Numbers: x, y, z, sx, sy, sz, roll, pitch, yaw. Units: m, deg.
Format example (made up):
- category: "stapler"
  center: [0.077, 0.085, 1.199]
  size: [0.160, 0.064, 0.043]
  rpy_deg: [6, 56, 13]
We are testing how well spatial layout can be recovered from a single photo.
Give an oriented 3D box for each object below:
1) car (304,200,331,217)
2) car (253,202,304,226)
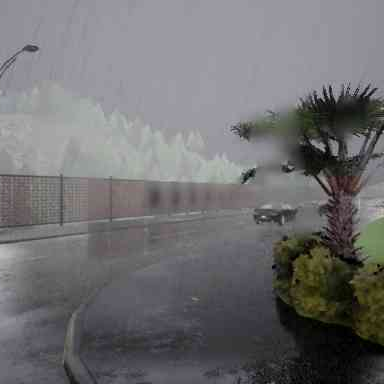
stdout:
- category: "car"
  center: [11.938, 1.491, 31.903]
  size: [2.128, 1.511, 4.902]
  rpy_deg: [0, 0, 35]
- category: "car"
  center: [6.142, 1.477, 23.835]
  size: [1.882, 1.535, 5.008]
  rpy_deg: [0, 0, 36]
